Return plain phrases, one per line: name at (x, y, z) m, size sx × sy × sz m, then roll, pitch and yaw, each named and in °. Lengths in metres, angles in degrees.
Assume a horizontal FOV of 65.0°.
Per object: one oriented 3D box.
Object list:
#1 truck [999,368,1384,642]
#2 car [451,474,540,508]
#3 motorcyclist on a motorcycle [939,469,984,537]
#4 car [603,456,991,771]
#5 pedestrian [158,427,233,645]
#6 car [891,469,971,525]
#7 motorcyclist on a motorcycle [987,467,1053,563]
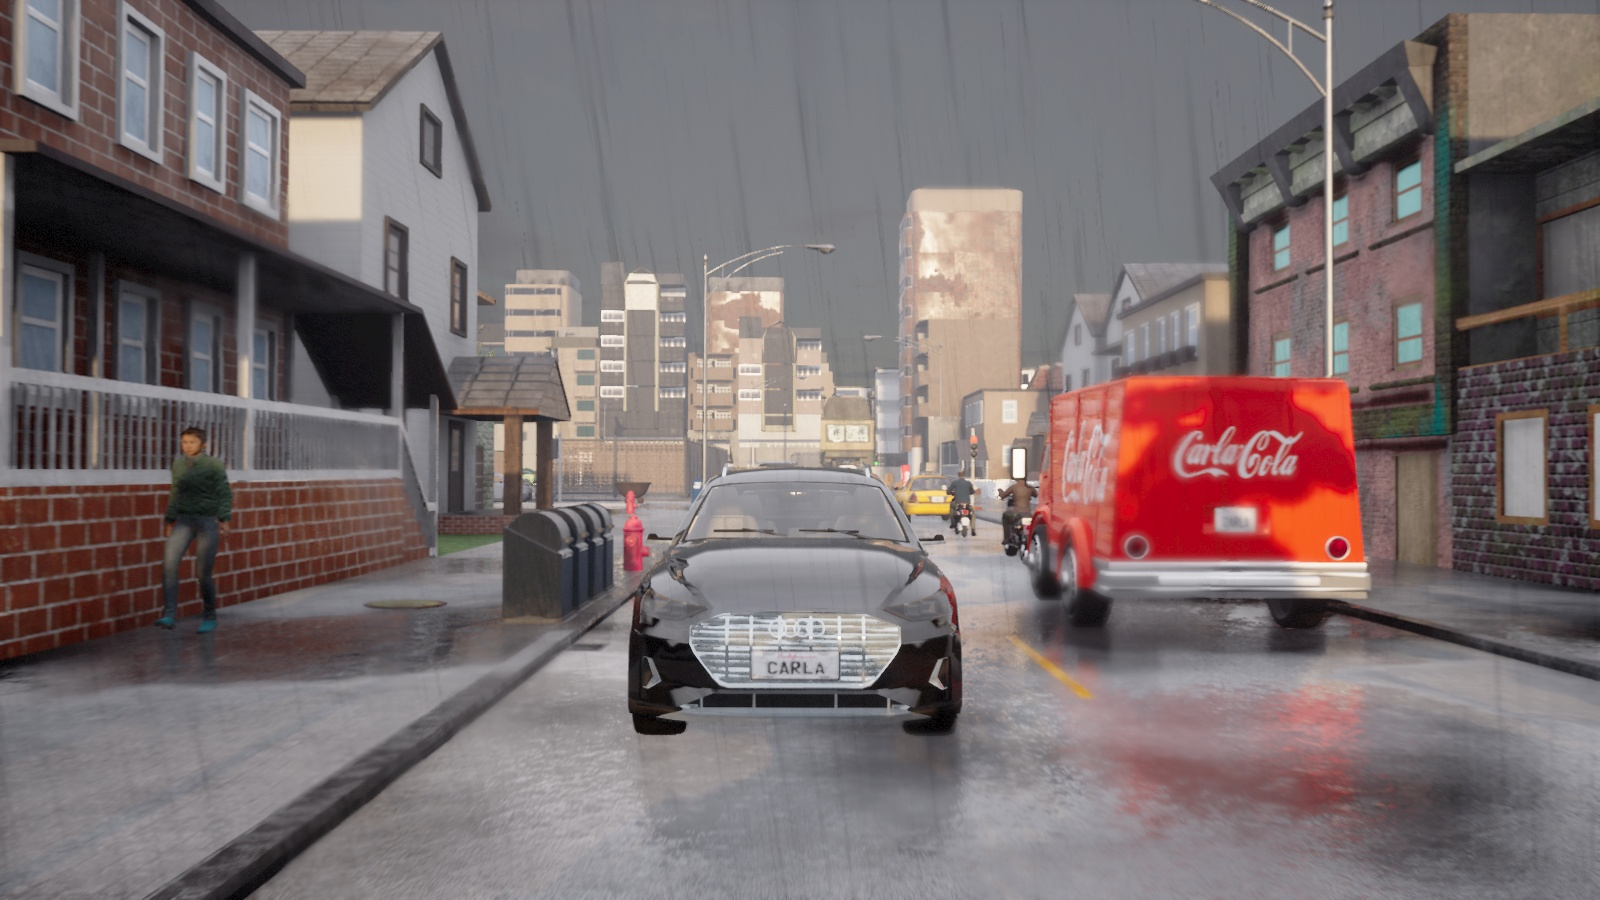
truck at (3.963, 0.548, 13.998) m, size 2.627 × 2.467 × 5.204 m, roll 0°, pitch -1°, yaw 0°
car at (-13.910, 1.859, 57.455) m, size 3.633 × 1.501 × 1.845 m, roll 0°, pitch -1°, yaw 0°
motorcyclist on a motorcycle at (3.925, 1.272, 30.634) m, size 0.866 × 1.590 × 1.817 m, roll 0°, pitch -1°, yaw 0°
car at (-0.024, 0.898, 9.038) m, size 2.033 × 1.649 × 4.856 m, roll 0°, pitch -1°, yaw 0°
pedestrian at (-5.263, 0.731, 10.957) m, size 0.353 × 1.847 × 0.614 m, roll 0°, pitch -1°, yaw 0°
car at (3.914, 1.390, 38.434) m, size 1.801 × 1.575 × 5.366 m, roll 0°, pitch -1°, yaw -1°
motorcyclist on a motorcycle at (3.943, 1.134, 22.662) m, size 0.766 × 1.649 × 2.350 m, roll 0°, pitch -1°, yaw 0°
